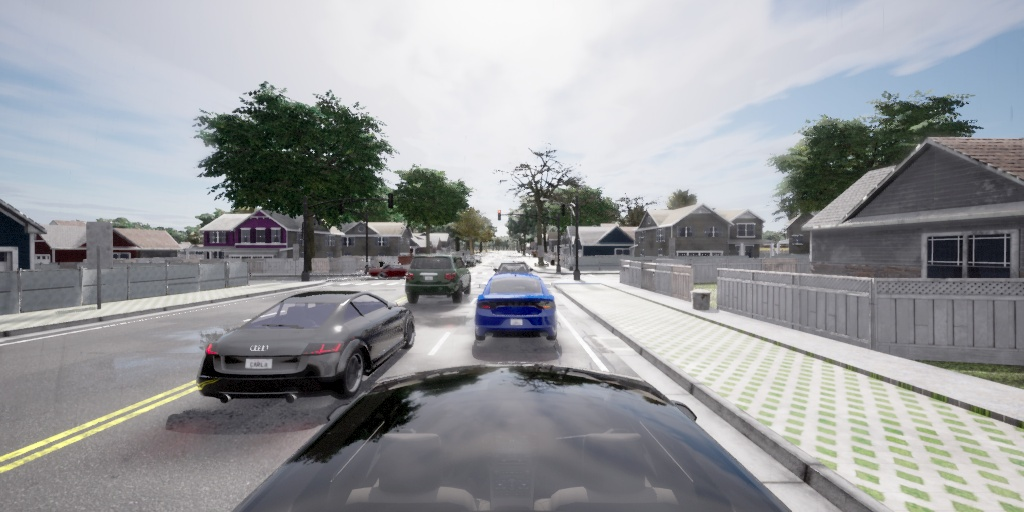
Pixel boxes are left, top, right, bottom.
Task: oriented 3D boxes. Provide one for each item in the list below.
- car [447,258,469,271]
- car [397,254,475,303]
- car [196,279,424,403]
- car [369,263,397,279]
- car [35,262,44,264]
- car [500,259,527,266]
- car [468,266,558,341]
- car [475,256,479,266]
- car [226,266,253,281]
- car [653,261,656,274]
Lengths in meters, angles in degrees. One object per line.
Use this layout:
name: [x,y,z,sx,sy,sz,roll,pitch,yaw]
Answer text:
car: [-6.673,1.007,44.809,2.033,1.411,5.357,0,1,0]
car: [-3.176,0.925,16.360,2.150,2.045,5.566,0,0,0]
car: [-3.158,1.308,6.479,1.994,1.385,4.181,0,0,0]
car: [-9.582,1.283,30.483,4.718,1.301,1.895,-1,1,-17]
car: [-40.984,1.256,30.446,4.553,1.767,2.097,0,1,6]
car: [0.071,1.039,18.852,2.097,1.767,4.553,0,0,0]
car: [0.087,1.212,9.897,1.882,1.535,5.008,0,0,0]
car: [-6.672,0.710,54.246,2.097,1.767,4.553,0,1,0]
car: [-24.019,1.397,29.254,4.718,1.301,1.895,0,1,2]
car: [12.668,1.091,32.544,4.718,1.301,1.895,0,1,1]
